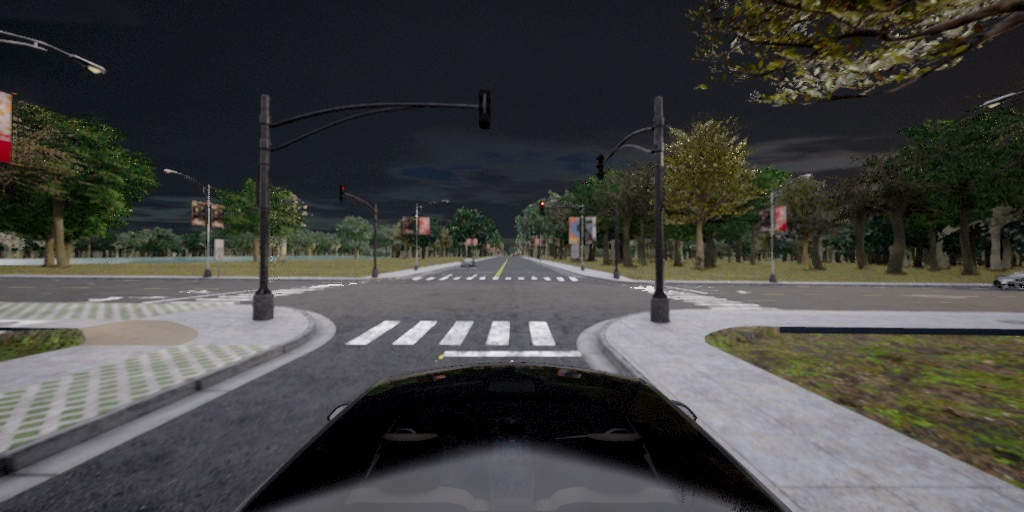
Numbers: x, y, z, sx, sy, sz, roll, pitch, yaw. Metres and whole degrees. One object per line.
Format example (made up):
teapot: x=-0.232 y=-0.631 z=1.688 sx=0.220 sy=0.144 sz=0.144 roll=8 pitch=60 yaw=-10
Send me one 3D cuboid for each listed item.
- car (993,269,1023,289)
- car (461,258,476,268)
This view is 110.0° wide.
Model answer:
car: x=35.470 y=1.569 z=24.017 sx=4.902 sy=1.511 sz=2.128 roll=1 pitch=-1 yaw=0
car: x=-6.277 y=1.003 z=51.870 sx=1.812 sy=1.442 sz=4.674 roll=0 pitch=1 yaw=0
